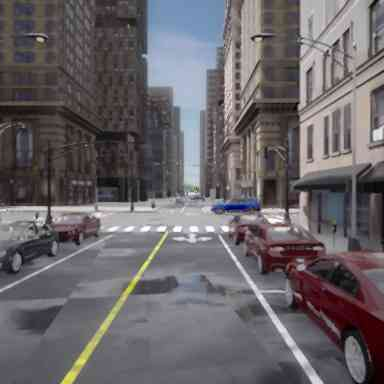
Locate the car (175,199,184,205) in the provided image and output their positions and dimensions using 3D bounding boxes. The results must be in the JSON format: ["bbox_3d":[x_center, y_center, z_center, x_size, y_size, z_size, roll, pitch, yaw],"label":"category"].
[{"bbox_3d":[-2.856,2.267,77.863,2.033,1.411,5.357,0,-1,0],"label":"car"}]

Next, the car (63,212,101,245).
[{"bbox_3d":[-5.759,1.697,16.241,1.887,1.381,4.507,-1,-1,0],"label":"car"}]

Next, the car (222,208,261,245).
[{"bbox_3d":[2.766,1.697,16.233,1.887,1.381,4.507,-1,-1,0],"label":"car"}]

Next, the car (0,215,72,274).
[{"bbox_3d":[-5.764,1.651,10.736,2.008,1.369,4.403,-1,-1,0],"label":"car"}]

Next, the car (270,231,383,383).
[{"bbox_3d":[2.756,1.594,5.222,1.887,1.381,4.507,-1,-1,0],"label":"car"}]

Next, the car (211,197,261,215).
[{"bbox_3d":[4.882,1.585,37.185,5.566,2.045,2.150,0,0,0],"label":"car"}]

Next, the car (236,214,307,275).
[{"bbox_3d":[2.761,1.646,10.728,1.887,1.381,4.507,-1,-1,0],"label":"car"}]
